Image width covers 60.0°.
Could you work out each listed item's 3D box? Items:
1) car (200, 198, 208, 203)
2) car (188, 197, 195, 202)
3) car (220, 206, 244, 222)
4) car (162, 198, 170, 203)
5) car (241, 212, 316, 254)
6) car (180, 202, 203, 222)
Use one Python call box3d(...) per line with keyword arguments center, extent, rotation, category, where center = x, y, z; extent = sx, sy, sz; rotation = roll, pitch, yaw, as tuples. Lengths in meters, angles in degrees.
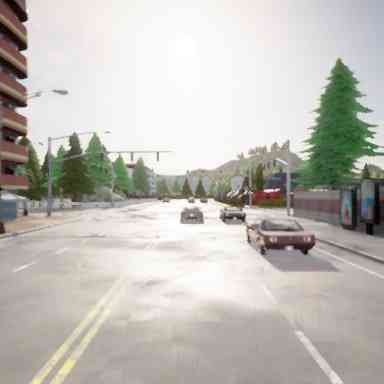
box3d(center=(3.396, 2.452, 93.022), extent=(1.895, 1.301, 4.718), rotation=(0, -1, 0), category="car")
box3d(center=(-0.104, 2.373, 92.716), extent=(2.128, 1.511, 4.902), rotation=(0, -1, 0), category="car")
box3d(center=(3.471, 1.876, 29.096), extent=(1.895, 1.301, 4.718), rotation=(0, -1, 0), category="car")
box3d(center=(-7.103, 2.366, 91.856), extent=(1.837, 1.490, 4.892), rotation=(0, -1, 0), category="car")
box3d(center=(3.486, 1.735, 14.098), extent=(1.895, 1.301, 4.718), rotation=(0, -1, 0), category="car")
box3d(center=(-0.026, 1.841, 29.312), extent=(1.994, 1.385, 4.181), rotation=(0, 0, 0), category="car")
